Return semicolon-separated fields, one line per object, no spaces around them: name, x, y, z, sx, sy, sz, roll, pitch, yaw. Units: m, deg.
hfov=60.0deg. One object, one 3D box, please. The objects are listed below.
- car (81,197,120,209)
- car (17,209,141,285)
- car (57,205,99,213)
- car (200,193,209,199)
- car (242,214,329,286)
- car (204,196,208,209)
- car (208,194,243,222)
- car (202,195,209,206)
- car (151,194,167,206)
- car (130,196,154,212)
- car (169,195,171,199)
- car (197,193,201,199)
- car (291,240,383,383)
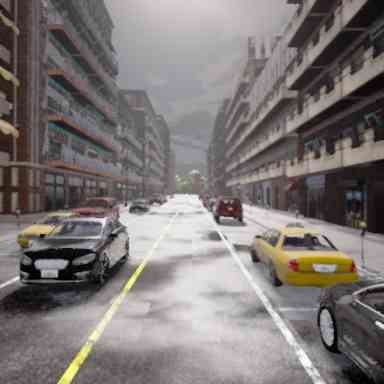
car;-5.686;1.266;20.067;2.192;1.841;5.009;1;0;0
car;-3.015;1.469;9.516;2.128;1.511;4.902;0;0;0
car;-5.686;1.490;14.329;1.752;1.417;4.829;1;0;0
car;2.682;1.204;47.875;2.192;1.841;5.009;1;0;0
car;2.697;1.503;9.071;1.752;1.417;4.829;1;0;0
car;2.684;1.464;36.741;2.008;1.369;4.403;1;0;0
car;2.692;1.253;25.605;2.192;1.841;5.009;1;0;0
car;2.682;1.445;42.308;1.887;1.381;4.507;1;0;0
car;-5.700;1.191;53.473;2.192;1.841;5.009;1;0;0
car;-5.696;1.479;36.771;1.947;1.339;4.313;1;0;0
car;-5.709;1.435;64.610;1.802;1.307;4.206;1;0;0
car;2.668;1.134;81.284;2.192;1.841;5.009;1;0;0
car;2.699;1.542;3.334;2.008;1.369;4.403;1;0;0
